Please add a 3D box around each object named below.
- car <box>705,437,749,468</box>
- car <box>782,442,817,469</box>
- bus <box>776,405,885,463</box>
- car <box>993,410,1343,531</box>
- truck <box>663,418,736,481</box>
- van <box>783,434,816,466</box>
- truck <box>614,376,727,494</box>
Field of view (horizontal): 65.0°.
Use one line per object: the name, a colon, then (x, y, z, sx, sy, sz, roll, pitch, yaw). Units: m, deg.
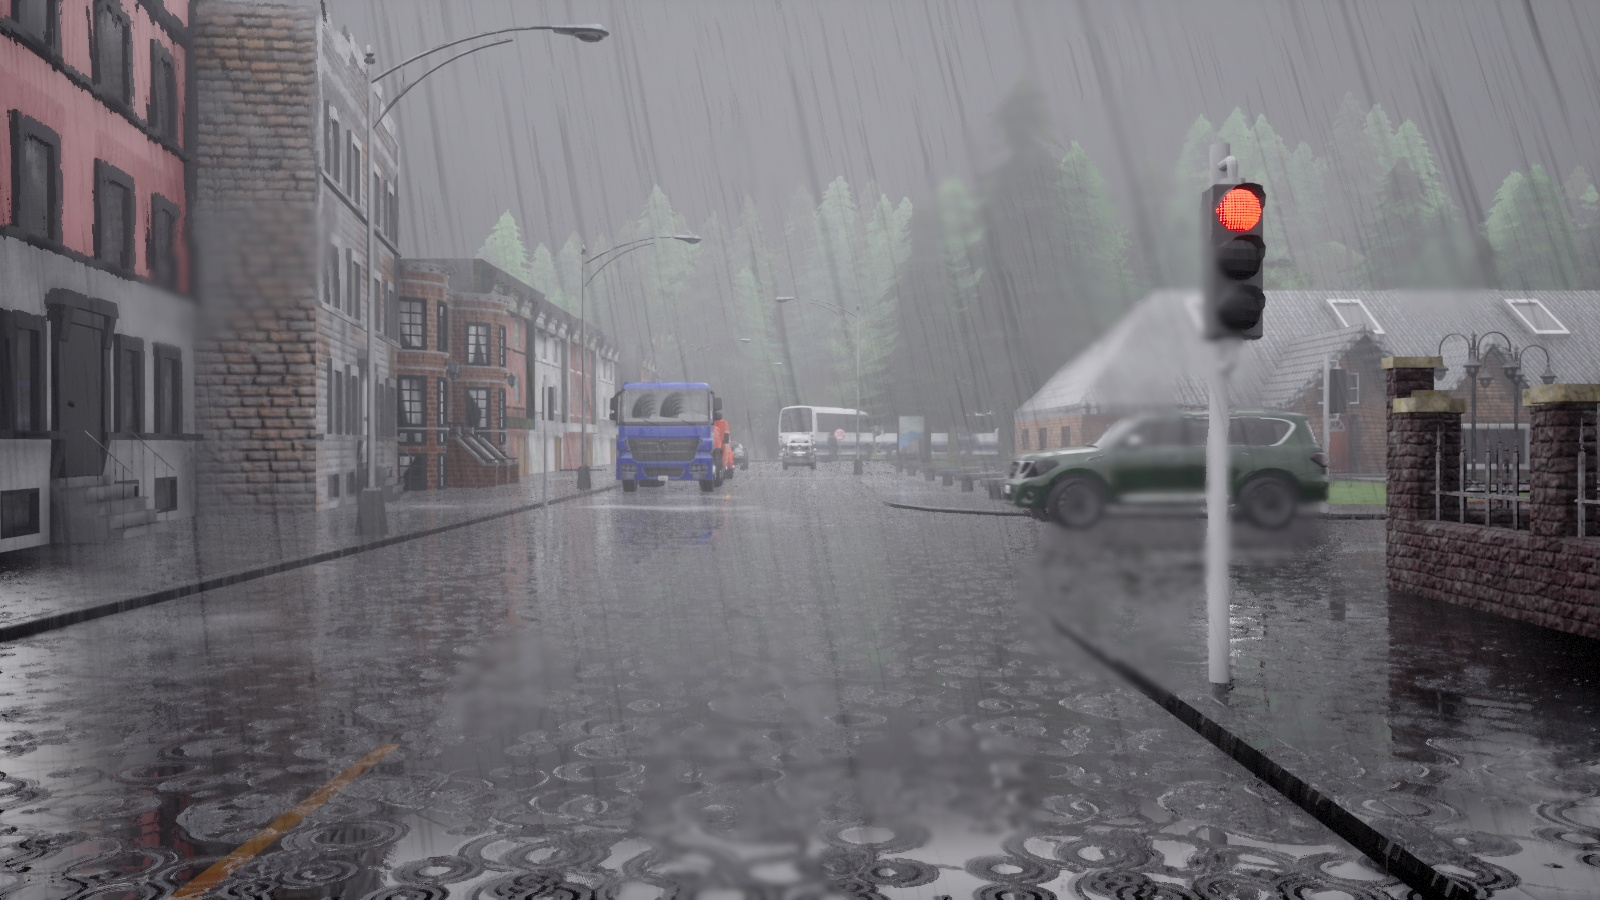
car: (-4.040, 0.125, 70.332, 2.152, 1.651, 5.027, 0, 0, 0)
car: (-0.039, 0.307, 71.781, 1.970, 1.475, 3.806, 0, 0, 0)
bus: (2.564, -1.180, 98.180, 3.944, 4.253, 10.273, -1, 0, 31)
car: (6.384, 0.345, 22.261, 5.566, 2.045, 2.150, 0, 0, -1)
truck: (-4.061, -0.035, 51.564, 2.627, 2.467, 5.204, 0, 0, 0)
van: (-0.029, -0.001, 83.388, 2.069, 2.038, 4.480, 0, 0, 0)
truck: (-4.047, -0.470, 41.022, 2.891, 3.462, 7.936, 0, 0, 0)
